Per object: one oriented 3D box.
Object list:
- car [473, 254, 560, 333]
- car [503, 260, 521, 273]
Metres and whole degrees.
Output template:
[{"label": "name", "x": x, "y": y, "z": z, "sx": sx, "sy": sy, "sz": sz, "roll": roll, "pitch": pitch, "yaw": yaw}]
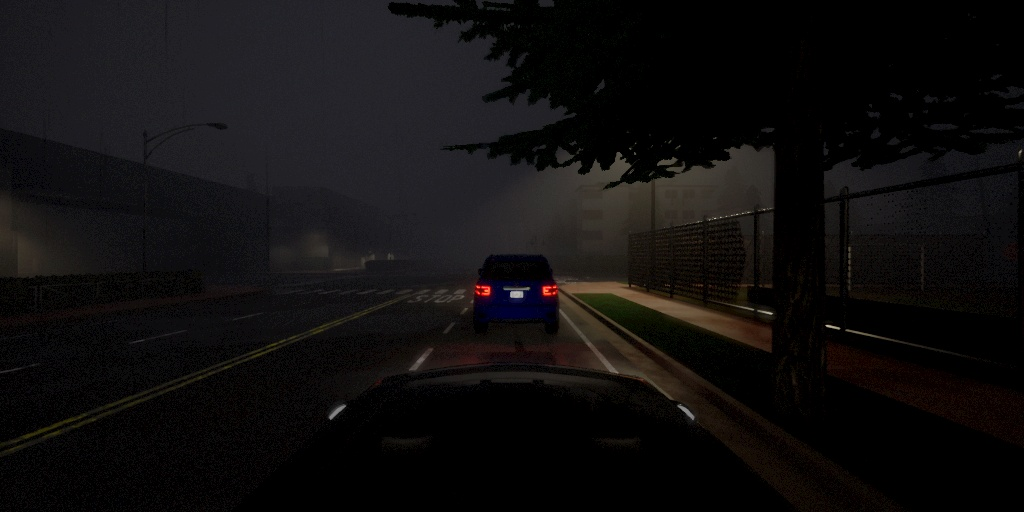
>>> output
[{"label": "car", "x": 0.112, "y": 0.973, "z": 10.878, "sx": 2.150, "sy": 2.045, "sz": 5.566, "roll": 0, "pitch": 0, "yaw": 0}, {"label": "car", "x": 0.010, "y": 1.249, "z": 45.734, "sx": 2.128, "sy": 1.511, "sz": 4.902, "roll": 0, "pitch": 0, "yaw": 0}]
